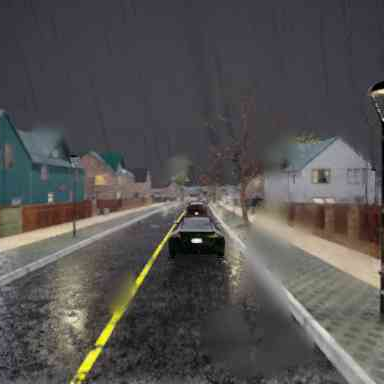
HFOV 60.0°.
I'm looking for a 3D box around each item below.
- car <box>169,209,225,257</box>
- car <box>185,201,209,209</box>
[{"bbox_3d":[0.179,1.579,12.960,1.994,1.385,4.181,0,0,1],"label":"car"},{"bbox_3d":[0.446,1.576,30.621,1.837,1.490,4.892,0,0,1],"label":"car"}]
